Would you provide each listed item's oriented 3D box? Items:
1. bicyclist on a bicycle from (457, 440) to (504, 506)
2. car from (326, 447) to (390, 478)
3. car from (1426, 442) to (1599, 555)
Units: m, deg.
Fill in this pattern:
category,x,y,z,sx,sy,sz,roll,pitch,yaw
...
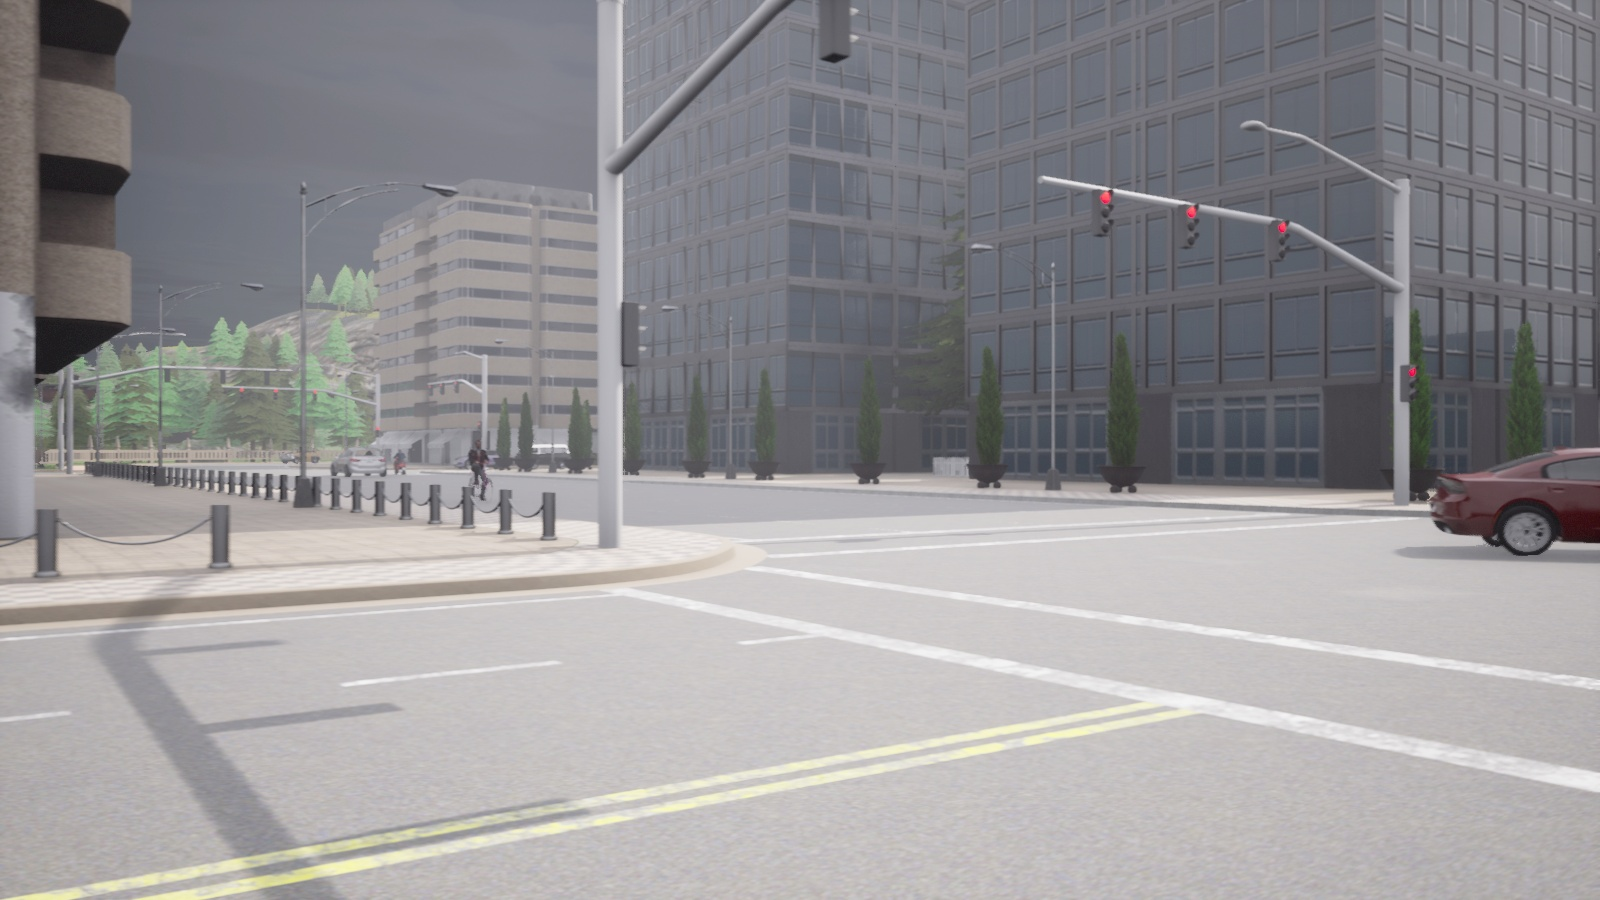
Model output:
category,x,y,z,sx,sy,sz,roll,pitch,yaw
bicyclist on a bicycle,-8.856,0.625,34.753,0.659,1.776,1.843,0,0,-34
car,-24.897,0.698,70.664,2.242,1.667,4.611,0,0,-35
car,11.755,0.650,17.729,5.008,1.535,1.882,0,0,19
